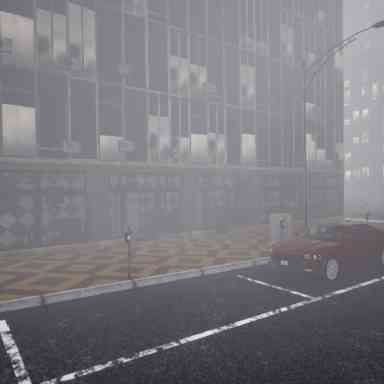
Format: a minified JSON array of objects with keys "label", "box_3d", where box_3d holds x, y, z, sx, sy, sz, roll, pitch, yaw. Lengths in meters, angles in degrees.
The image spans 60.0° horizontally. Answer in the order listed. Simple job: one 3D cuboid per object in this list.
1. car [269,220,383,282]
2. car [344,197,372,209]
[{"label":"car","box_3d":[4.154,1.542,9.716,4.507,1.381,1.887,0,-1,-36]},{"label":"car","box_3d":[18.691,1.275,39.598,1.752,1.417,4.829,-1,1,-35]}]
